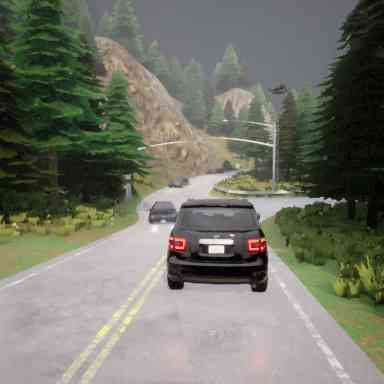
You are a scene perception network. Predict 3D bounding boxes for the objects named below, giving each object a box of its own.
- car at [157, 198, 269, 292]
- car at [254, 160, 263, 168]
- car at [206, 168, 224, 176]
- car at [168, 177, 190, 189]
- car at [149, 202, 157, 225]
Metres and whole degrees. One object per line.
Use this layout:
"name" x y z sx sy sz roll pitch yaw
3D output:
"car" 0.704 1.172 9.001 2.150 2.045 5.566 0 0 5
"car" 16.429 -6.416 73.781 5.566 2.045 2.150 -8 8 -26
"car" 4.362 -3.963 63.626 1.994 1.385 4.181 3 10 36
"car" -1.832 -1.402 48.510 2.033 1.411 5.357 1 10 17
"car" -1.961 1.383 23.320 2.033 1.411 5.357 -1 1 -4
